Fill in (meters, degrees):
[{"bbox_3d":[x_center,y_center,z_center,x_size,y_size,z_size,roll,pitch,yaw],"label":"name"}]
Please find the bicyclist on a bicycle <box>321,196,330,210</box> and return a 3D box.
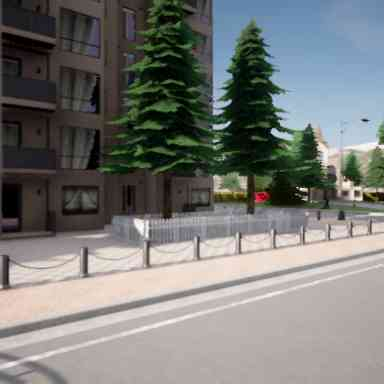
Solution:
[{"bbox_3d":[14.839,1.233,36.922,1.656,1.620,0.582,0,0,-35],"label":"bicyclist on a bicycle"}]
